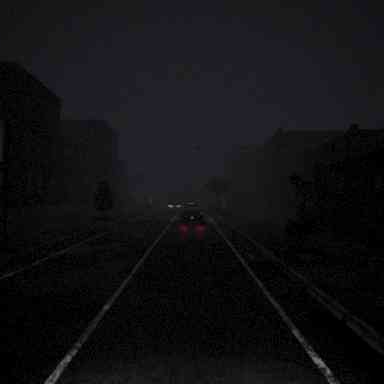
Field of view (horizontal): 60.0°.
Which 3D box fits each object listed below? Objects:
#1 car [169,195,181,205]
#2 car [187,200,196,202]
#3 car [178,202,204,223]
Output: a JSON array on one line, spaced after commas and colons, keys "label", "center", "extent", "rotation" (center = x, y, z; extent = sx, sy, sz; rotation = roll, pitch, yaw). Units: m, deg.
[{"label": "car", "center": [-3.536, 1.701, 69.679], "extent": [2.150, 2.045, 5.566], "rotation": [0, 0, 0]}, {"label": "car", "center": [-0.017, 2.002, 54.424], "extent": [2.128, 1.511, 4.902], "rotation": [0, 0, 0]}, {"label": "car", "center": [0.029, 1.825, 28.150], "extent": [1.812, 1.442, 4.674], "rotation": [0, -1, 1]}]
